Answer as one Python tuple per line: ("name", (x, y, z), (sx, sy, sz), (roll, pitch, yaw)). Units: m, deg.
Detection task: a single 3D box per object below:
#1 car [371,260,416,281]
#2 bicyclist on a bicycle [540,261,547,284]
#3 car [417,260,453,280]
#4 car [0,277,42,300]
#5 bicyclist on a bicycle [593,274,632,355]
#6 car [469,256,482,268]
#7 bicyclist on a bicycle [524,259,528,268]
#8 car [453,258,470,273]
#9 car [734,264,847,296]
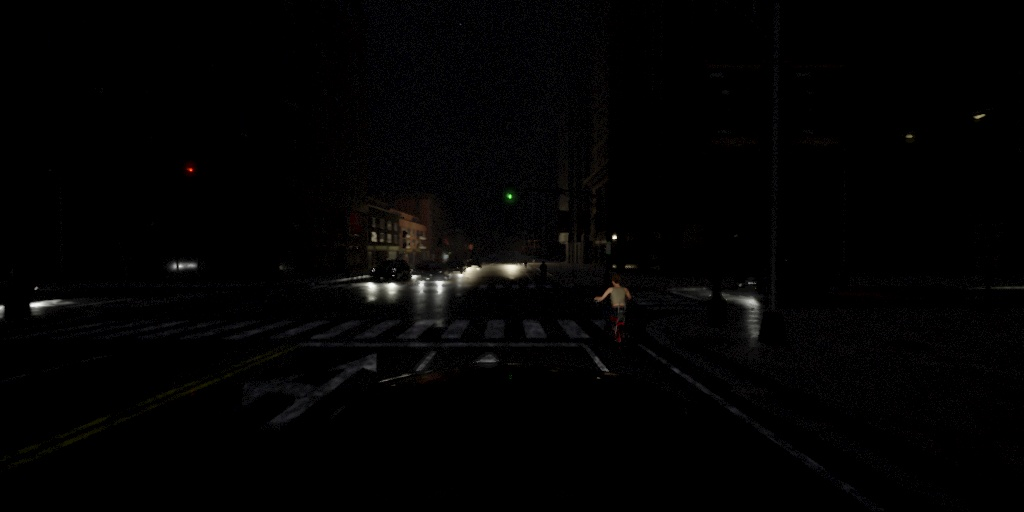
("car", (-9.898, 1.111, 29.649), (2.097, 1.767, 4.553), (0, 0, 1))
("bicyclist on a bicycle", (2.239, 1.210, 25.424), (0.582, 1.620, 1.656), (0, 0, 0))
("car", (-6.597, 1.286, 31.257), (1.812, 1.442, 4.674), (0, 0, -1))
("car", (-24.266, 1.394, 15.706), (5.357, 1.411, 2.033), (0, 1, 0))
("bicyclist on a bicycle", (2.216, 1.186, 7.715), (0.866, 1.612, 1.509), (0, 0, 0))
("car", (-6.535, 0.990, 62.536), (2.150, 2.045, 5.566), (0, 0, 0))
("bicyclist on a bicycle", (2.242, 1.204, 57.992), (0.866, 1.612, 1.509), (0, 0, 0))
("car", (-6.602, 1.271, 42.851), (1.837, 1.490, 4.892), (0, 0, 0))
("car", (13.655, 1.157, 17.732), (4.892, 1.490, 1.837), (-1, 1, -1))
